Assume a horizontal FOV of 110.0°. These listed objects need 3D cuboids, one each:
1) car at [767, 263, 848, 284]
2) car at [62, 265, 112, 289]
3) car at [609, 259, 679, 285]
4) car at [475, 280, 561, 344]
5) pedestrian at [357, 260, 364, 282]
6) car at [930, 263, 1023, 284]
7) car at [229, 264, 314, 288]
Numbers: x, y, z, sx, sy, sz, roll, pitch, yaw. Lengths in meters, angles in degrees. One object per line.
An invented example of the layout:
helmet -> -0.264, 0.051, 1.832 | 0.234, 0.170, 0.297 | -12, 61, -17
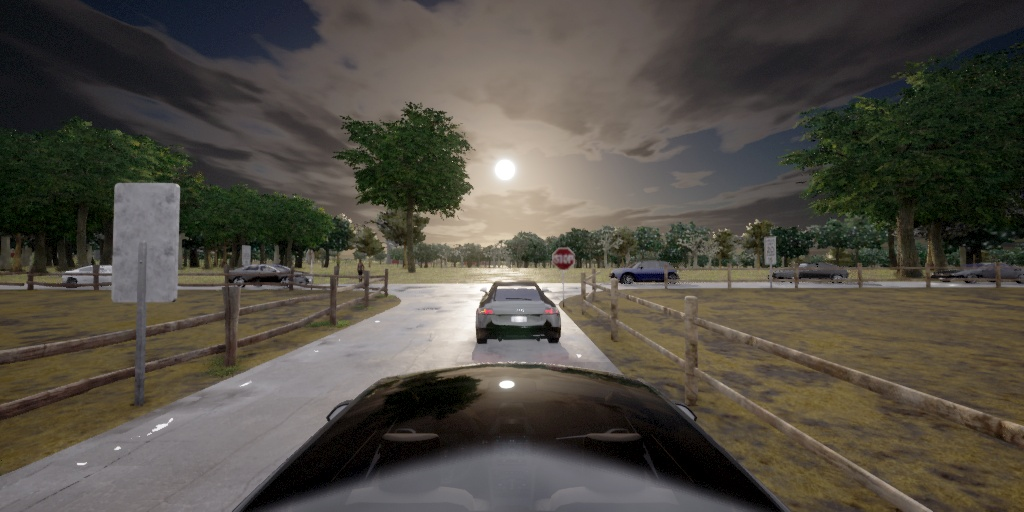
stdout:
car -> 20.975, 1.224, 25.568 | 4.892, 1.490, 1.837 | 0, -2, 2
car -> -25.521, 1.290, 22.749 | 4.674, 1.442, 1.812 | 0, -2, 0
car -> 9.240, 1.122, 25.461 | 4.553, 1.767, 2.097 | 0, -2, -3
car -> 0.081, 1.325, 9.675 | 1.994, 1.385, 4.181 | 0, 0, -2
pedestrian -> -12.135, 1.185, 28.741 | 0.375, 1.860, 0.375 | 0, -1, 0
car -> 32.681, 1.191, 24.813 | 5.357, 1.411, 2.033 | 0, -2, 7
car -> -15.250, 1.260, 22.759 | 4.902, 1.511, 2.128 | 0, -1, 0
